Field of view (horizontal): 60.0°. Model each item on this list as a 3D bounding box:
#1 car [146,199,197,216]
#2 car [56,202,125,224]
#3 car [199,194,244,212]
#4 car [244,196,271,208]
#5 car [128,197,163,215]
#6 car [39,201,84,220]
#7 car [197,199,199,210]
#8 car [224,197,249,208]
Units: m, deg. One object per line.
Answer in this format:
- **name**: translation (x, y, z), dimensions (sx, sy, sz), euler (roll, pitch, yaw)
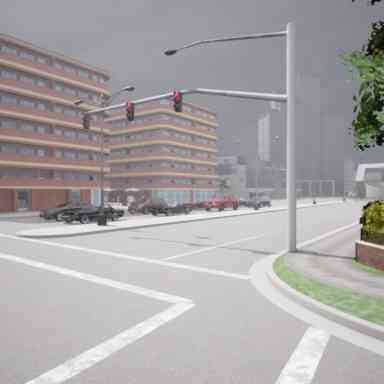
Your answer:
- **car**: translation (-1.933, 1.598, 32.285), dimensions (1.895, 1.301, 4.718), euler (0, 0, 36)
- **car**: translation (-7.346, 1.600, 24.889), dimensions (1.895, 1.301, 4.718), euler (0, 0, 33)
- **car**: translation (3.644, 1.220, 39.929), dimensions (2.150, 2.045, 5.566), euler (0, 0, 36)
- **car**: translation (9.698, 1.351, 48.193), dimensions (2.097, 1.767, 4.553), euler (0, 0, 36)
- **car**: translation (-4.544, 1.351, 34.635), dimensions (2.097, 1.767, 4.553), euler (0, 0, 35)
- **car**: translation (-9.948, 1.504, 27.224), dimensions (1.837, 1.490, 4.892), euler (0, 0, 36)
- **car**: translation (0.711, 1.600, 41.851), dimensions (1.895, 1.301, 4.718), euler (0, 0, 36)
- **car**: translation (6.765, 1.524, 50.110), dimensions (1.812, 1.442, 4.674), euler (0, 0, 36)
